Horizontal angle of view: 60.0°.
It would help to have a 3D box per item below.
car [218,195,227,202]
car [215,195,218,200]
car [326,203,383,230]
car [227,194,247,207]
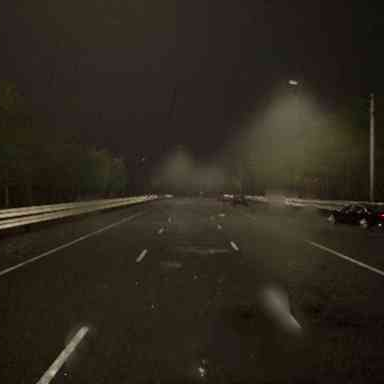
[{"bbox_3d":[6.995,1.416,68.536,1.994,1.385,4.181,0,0,0],"label":"car"},{"bbox_3d":[7.035,1.396,84.545,1.812,1.442,4.674,0,0,0],"label":"car"},{"bbox_3d":[10.576,1.475,21.049,1.837,1.490,4.892,0,0,-15],"label":"car"},{"bbox_3d":[6.981,1.239,50.327,2.097,1.767,4.553,0,0,0],"label":"car"}]
